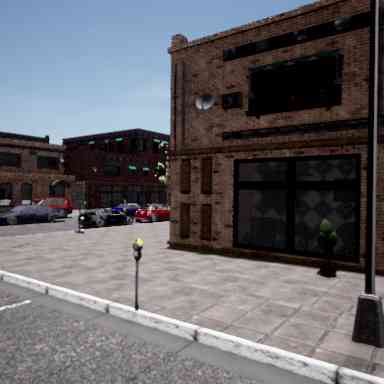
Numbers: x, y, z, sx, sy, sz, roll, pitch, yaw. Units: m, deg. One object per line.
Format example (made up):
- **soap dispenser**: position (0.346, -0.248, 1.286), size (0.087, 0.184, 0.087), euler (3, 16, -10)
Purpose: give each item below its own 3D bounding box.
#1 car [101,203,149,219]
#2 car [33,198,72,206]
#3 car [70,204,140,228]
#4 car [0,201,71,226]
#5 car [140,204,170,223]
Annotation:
- **car**: position (-6.628, 1.838, 33.344), size (1.895, 1.301, 4.718), euler (1, 0, 36)
- **car**: position (-12.940, 1.447, 29.119), size (2.192, 1.841, 5.009), euler (0, 0, 36)
- **car**: position (-6.186, 1.819, 24.162), size (1.947, 1.339, 4.313), euler (0, 0, 36)
- **car**: position (-12.438, 1.691, 25.467), size (2.033, 1.411, 5.357), euler (1, 0, 37)
- **car**: position (-2.903, 1.746, 28.636), size (1.967, 1.590, 4.097), euler (0, 0, 36)
